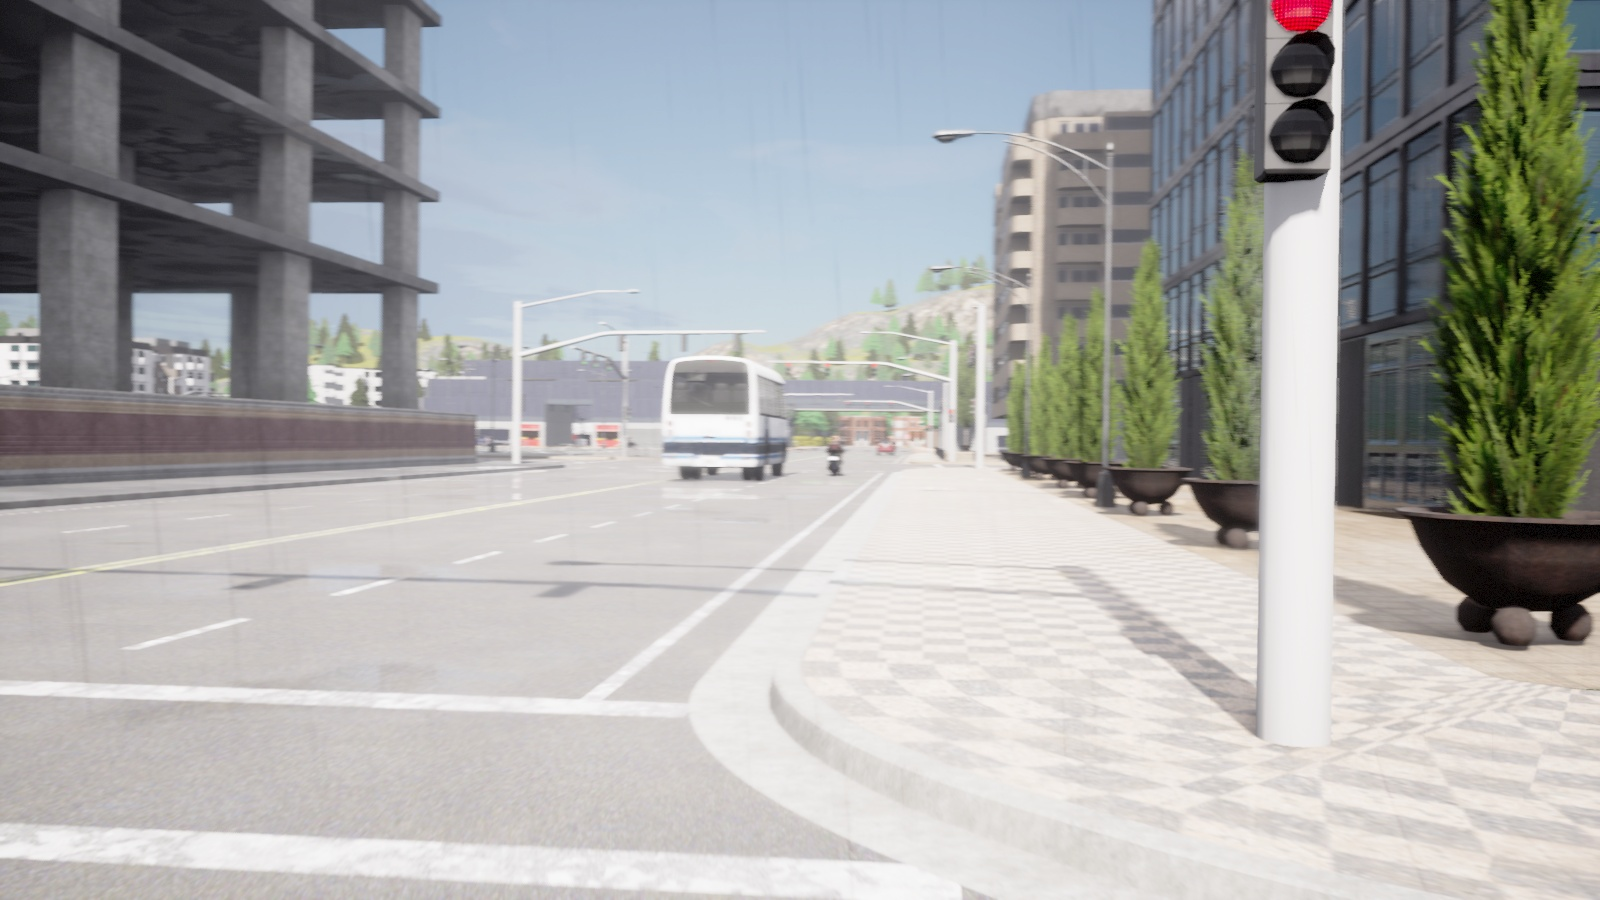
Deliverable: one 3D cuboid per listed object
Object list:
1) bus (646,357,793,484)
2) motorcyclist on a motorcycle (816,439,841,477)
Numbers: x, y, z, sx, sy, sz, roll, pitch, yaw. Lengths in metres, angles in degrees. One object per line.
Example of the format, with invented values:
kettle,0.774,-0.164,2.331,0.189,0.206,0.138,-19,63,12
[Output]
bus,-2.742,-1.030,47.245,3.944,4.253,10.273,0,0,5
motorcyclist on a motorcycle,1.180,0.323,51.604,0.866,1.530,2.191,0,0,5
